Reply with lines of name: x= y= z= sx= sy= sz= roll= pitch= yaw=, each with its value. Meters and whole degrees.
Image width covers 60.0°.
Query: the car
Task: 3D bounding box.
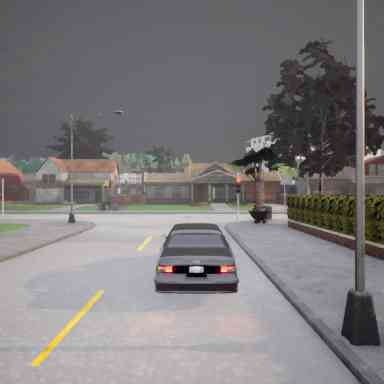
car: x=0.099 y=1.547 z=8.949 sx=2.033 sy=1.411 sz=5.357 roll=0 pitch=0 yaw=0
